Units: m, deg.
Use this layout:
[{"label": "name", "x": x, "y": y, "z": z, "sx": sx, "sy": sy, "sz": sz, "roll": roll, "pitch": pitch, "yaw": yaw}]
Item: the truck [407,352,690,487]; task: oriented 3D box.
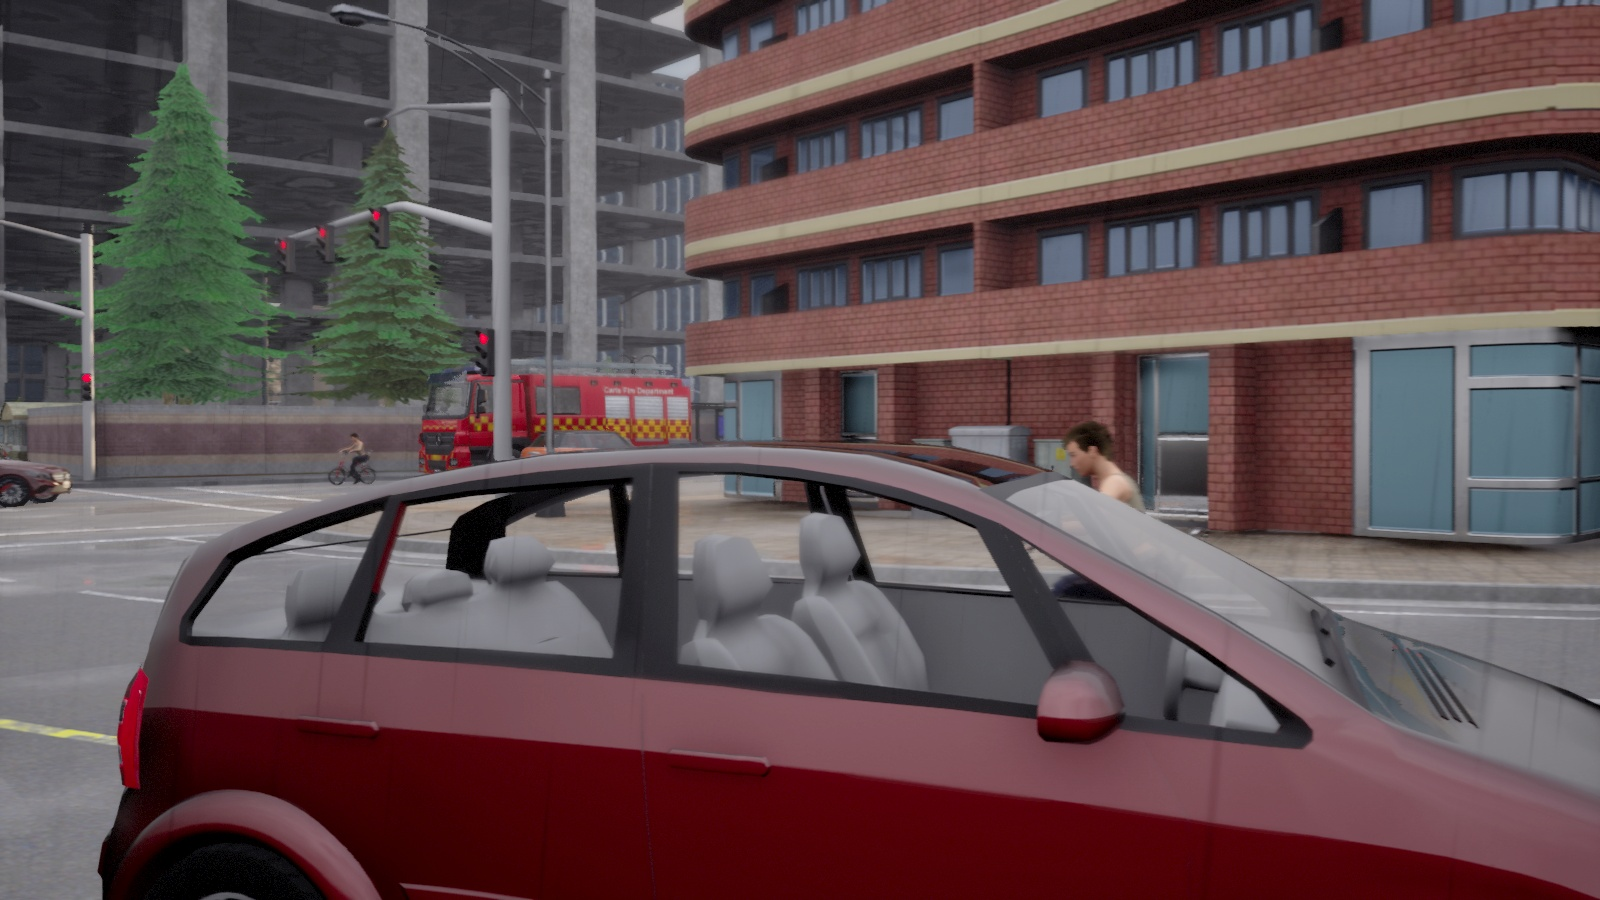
[{"label": "truck", "x": -7.767, "y": -0.918, "z": 39.729, "sx": 8.468, "sy": 3.827, "sz": 2.891, "roll": -1, "pitch": 1, "yaw": -42}]

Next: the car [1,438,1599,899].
[{"label": "car", "x": 0.200, "y": 0.759, "z": 3.116, "sx": 3.705, "sy": 1.549, "sz": 1.789, "roll": 0, "pitch": 1, "yaw": 20}]

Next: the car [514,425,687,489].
[{"label": "car", "x": -5.784, "y": 0.159, "z": 36.720, "sx": 4.553, "sy": 1.767, "sz": 2.097, "roll": 0, "pitch": 1, "yaw": -39}]

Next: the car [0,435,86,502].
[{"label": "car", "x": -18.597, "y": 0.392, "z": 27.642, "sx": 4.674, "sy": 1.442, "sz": 1.812, "roll": 0, "pitch": 1, "yaw": -11}]

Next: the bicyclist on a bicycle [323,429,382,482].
[{"label": "bicyclist on a bicycle", "x": -13.887, "y": 0.170, "z": 38.985, "sx": 1.509, "sy": 1.612, "sz": 0.866, "roll": -1, "pitch": 1, "yaw": -41}]
